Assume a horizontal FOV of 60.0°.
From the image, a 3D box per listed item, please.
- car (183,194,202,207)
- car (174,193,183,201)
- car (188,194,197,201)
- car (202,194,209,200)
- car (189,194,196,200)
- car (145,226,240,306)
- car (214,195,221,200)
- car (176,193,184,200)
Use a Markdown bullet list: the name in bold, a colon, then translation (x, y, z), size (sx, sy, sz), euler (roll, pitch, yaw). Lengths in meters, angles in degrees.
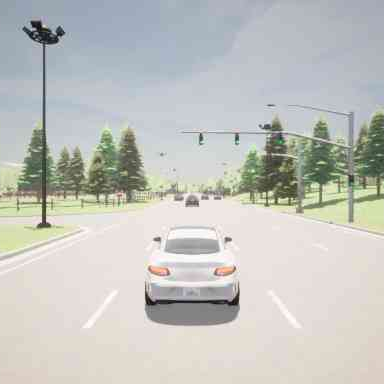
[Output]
- **car**: translation (0.063, 1.352, 51.790), size (2.097, 1.767, 4.553), euler (0, 0, 0)
- **car**: translation (-3.398, 1.544, 82.821), size (1.994, 1.385, 4.181), euler (0, 0, 0)
- **car**: translation (0.102, 1.347, 82.820), size (2.097, 1.767, 4.553), euler (0, 0, 0)
- **car**: translation (3.614, 1.355, 93.232), size (2.097, 1.767, 4.553), euler (0, 0, 0)
- **car**: translation (0.114, 1.332, 92.853), size (1.837, 1.490, 4.892), euler (0, 0, 0)
- **car**: translation (0.016, 1.526, 7.917), size (1.812, 1.442, 4.674), euler (0, 0, 0)
- **car**: translation (7.114, 1.525, 93.258), size (2.128, 1.511, 4.902), euler (0, 0, 0)
- **car**: translation (-3.386, 1.187, 92.827), size (2.097, 1.767, 4.553), euler (0, 0, 0)
